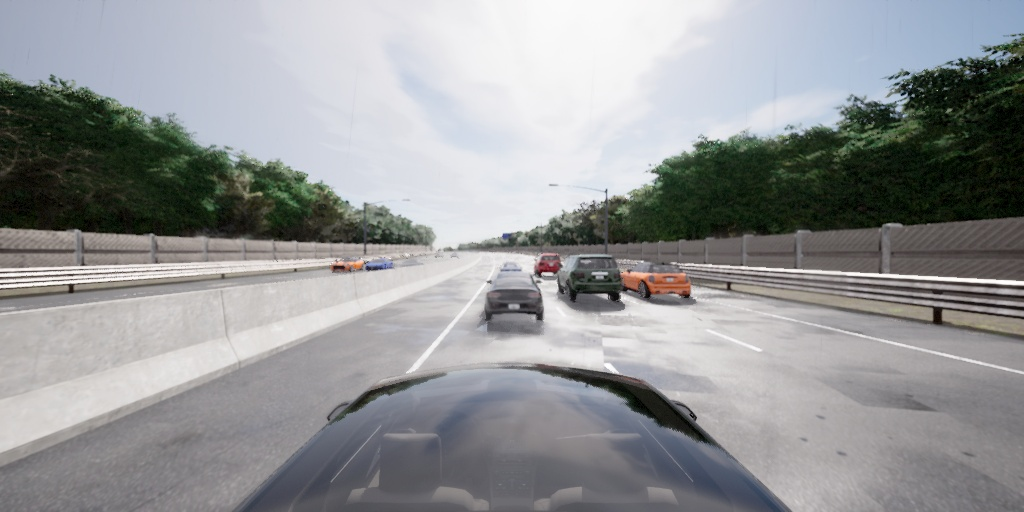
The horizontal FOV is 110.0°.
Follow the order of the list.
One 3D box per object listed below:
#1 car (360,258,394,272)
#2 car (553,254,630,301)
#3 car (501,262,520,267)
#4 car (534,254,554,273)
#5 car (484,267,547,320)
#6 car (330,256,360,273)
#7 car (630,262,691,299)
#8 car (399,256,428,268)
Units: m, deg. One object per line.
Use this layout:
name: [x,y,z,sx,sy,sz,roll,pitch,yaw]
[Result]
car: [-14.548,0.999,39.555,1.882,1.535,5.008,0,1,-2]
car: [3.543,0.952,17.212,2.150,2.045,5.566,0,0,0]
car: [-0.115,1.201,28.606,2.033,1.411,5.357,0,1,-1]
car: [3.306,0.833,33.306,2.150,2.045,5.566,0,1,-1]
car: [0.063,1.272,12.507,1.812,1.442,4.674,0,0,0]
car: [-18.047,0.872,39.461,2.097,1.767,4.553,0,1,-2]
car: [7.035,1.081,18.118,2.097,1.767,4.553,0,0,0]
car: [-11.052,1.048,39.768,1.812,1.442,4.674,0,1,-2]
